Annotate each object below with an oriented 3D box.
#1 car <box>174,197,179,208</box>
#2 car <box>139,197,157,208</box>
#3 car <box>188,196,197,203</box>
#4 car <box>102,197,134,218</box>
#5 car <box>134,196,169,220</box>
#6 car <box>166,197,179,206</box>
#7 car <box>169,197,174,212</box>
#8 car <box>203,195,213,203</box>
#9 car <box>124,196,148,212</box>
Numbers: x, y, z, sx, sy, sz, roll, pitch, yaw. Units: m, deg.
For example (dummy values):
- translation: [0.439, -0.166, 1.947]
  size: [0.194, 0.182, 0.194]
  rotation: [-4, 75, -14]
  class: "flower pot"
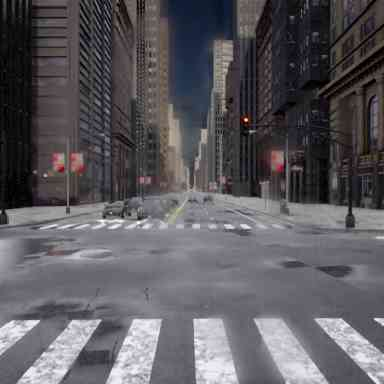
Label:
- translation: [-3.340, 1.533, 46.496]
  size: [1.994, 1.385, 4.181]
  rotation: [0, 0, 0]
  class: "car"
- translation: [-6.590, 1.513, 50.041]
  size: [2.033, 1.411, 5.357]
  rotation: [0, 0, 0]
  class: "car"
- translation: [0.098, 1.473, 69.828]
  size: [2.033, 1.411, 5.357]
  rotation: [0, 0, 0]
  class: "car"
- translation: [-6.601, 1.490, 29.590]
  size: [1.837, 1.490, 4.892]
  rotation: [0, 0, 0]
  class: "car"
- translation: [-3.291, 1.339, 27.689]
  size: [2.097, 1.767, 4.553]
  rotation: [0, 0, -2]
  class: "car"
- translation: [-3.315, 1.556, 56.513]
  size: [1.895, 1.301, 4.718]
  rotation: [0, 0, 0]
  class: "car"
- translation: [-3.352, 1.505, 36.473]
  size: [1.812, 1.442, 4.674]
  rotation: [0, 0, 0]
  class: "car"
- translation: [3.348, 1.430, 69.917]
  size: [1.837, 1.490, 4.892]
  rotation: [0, 0, 0]
  class: "car"
- translation: [-6.598, 1.328, 39.744]
  size: [2.097, 1.767, 4.553]
  rotation: [0, 0, 0]
  class: "car"
